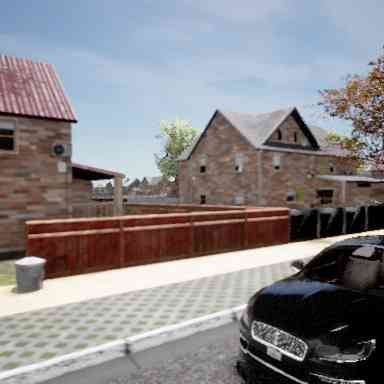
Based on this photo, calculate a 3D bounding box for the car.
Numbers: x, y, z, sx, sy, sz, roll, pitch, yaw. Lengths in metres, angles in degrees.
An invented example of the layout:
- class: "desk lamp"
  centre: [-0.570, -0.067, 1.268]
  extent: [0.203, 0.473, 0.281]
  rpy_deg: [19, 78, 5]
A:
- class: "car"
  centre: [2.856, 1.477, 4.988]
  extent: [4.892, 1.490, 1.837]
  rpy_deg: [0, 0, -36]
